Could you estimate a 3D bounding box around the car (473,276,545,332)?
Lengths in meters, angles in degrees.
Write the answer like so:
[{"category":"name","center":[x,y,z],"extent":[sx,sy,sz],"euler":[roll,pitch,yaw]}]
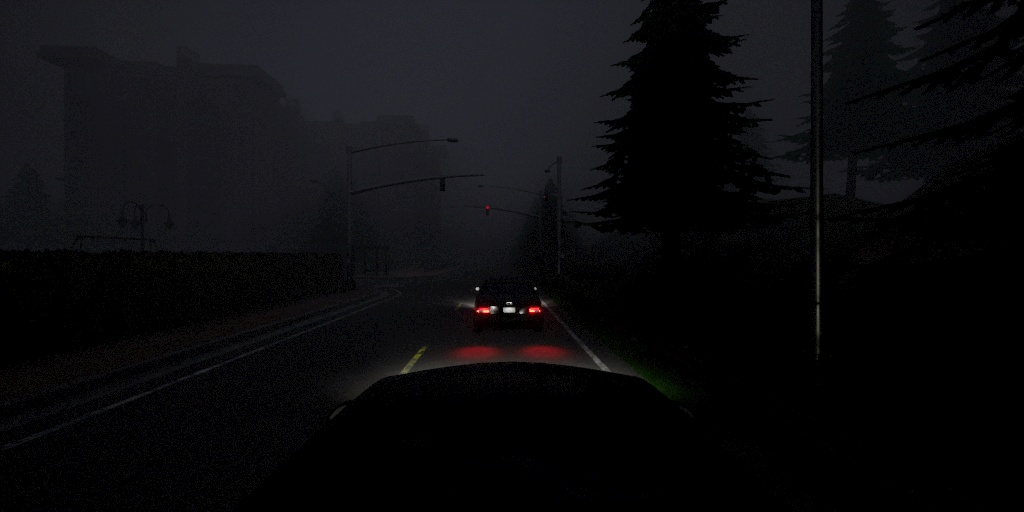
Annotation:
[{"category":"car","center":[-0.155,1.297,10.797],"extent":[2.033,1.411,5.357],"euler":[0,0,-2]}]
